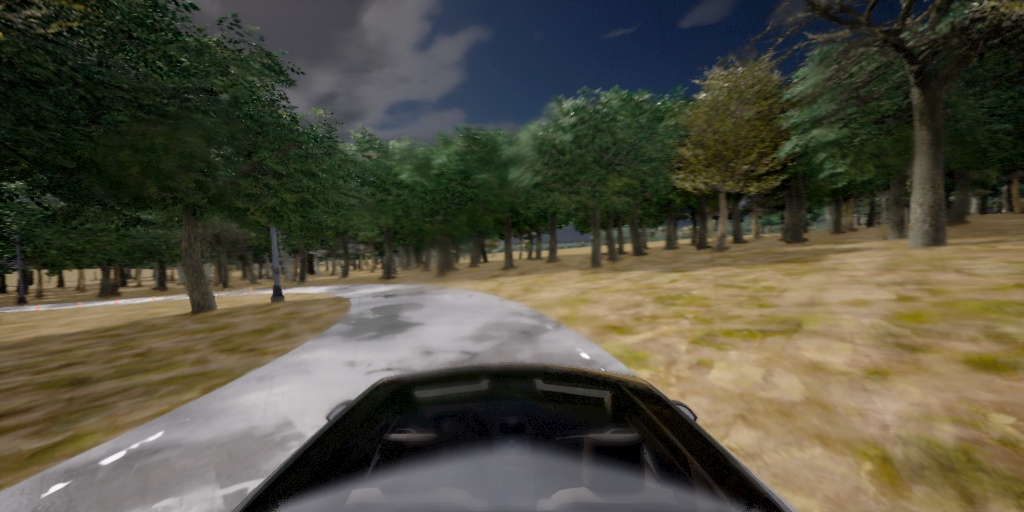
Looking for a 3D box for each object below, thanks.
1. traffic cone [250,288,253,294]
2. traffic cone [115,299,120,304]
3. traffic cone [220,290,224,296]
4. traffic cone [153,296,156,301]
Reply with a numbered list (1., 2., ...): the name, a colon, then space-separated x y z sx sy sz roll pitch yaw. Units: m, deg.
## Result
1. traffic cone: -28.418 3.793 39.206 0.340 0.580 0.340 0 0 22
2. traffic cone: -47.159 5.418 42.800 0.340 0.580 0.340 0 0 6
3. traffic cone: -32.828 4.176 40.735 0.340 0.580 0.340 0 0 16
4. traffic cone: -42.199 5.018 42.286 0.340 0.580 0.340 0 0 6
